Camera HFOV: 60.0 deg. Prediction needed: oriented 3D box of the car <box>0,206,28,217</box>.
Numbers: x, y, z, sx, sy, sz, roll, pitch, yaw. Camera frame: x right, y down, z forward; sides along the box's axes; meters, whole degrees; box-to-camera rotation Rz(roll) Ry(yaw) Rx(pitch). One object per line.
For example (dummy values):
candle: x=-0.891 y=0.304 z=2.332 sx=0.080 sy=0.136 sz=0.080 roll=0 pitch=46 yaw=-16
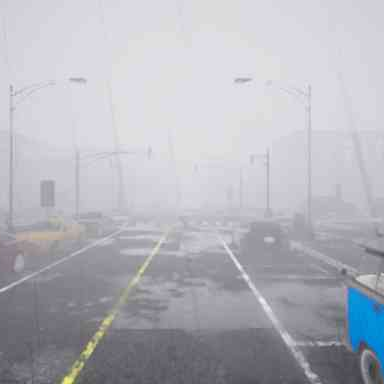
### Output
car: x=-18.099 y=2.001 z=31.124 sx=4.097 sy=1.590 sz=1.967 roll=-1 pitch=1 yaw=-1

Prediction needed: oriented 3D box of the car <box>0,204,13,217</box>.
car: x=-24.045 y=2.168 z=39.362 sx=4.829 sy=1.417 sz=1.752 roll=-1 pitch=1 yaw=-1

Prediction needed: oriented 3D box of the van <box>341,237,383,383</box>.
van: x=2.685 y=1.369 z=2.540 sx=1.690 sy=1.788 sz=3.998 roll=-1 pitch=-1 yaw=0

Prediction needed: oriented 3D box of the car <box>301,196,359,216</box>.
car: x=14.211 y=1.407 z=34.395 sx=5.566 sy=2.045 sz=2.150 roll=-1 pitch=0 yaw=-1

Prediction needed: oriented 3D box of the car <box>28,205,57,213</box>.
car: x=-18.222 y=2.141 z=39.471 sx=4.313 sy=1.339 sz=1.947 roll=-1 pitch=1 yaw=-1

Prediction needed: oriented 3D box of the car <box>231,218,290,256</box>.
car: x=2.680 y=1.710 z=13.625 sx=1.947 sy=1.339 sz=4.313 roll=-1 pitch=-1 yaw=0

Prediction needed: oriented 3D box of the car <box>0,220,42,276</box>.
car: x=-5.698 y=1.631 z=8.077 sx=1.887 sy=1.381 sz=4.507 roll=0 pitch=-1 yaw=0

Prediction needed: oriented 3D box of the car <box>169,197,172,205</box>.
car: x=-5.738 y=2.259 z=68.320 sx=1.887 sy=1.381 sz=4.507 roll=0 pitch=-1 yaw=0

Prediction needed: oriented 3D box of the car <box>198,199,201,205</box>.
car: x=2.636 y=2.380 z=79.417 sx=2.008 sy=1.369 sz=4.403 roll=-1 pitch=-1 yaw=0

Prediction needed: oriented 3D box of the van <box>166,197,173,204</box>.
van: x=-5.750 y=2.228 z=84.959 sx=1.690 sy=1.788 sz=3.998 roll=0 pitch=-1 yaw=0

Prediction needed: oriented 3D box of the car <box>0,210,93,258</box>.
car: x=-5.702 y=1.667 z=13.450 sx=1.752 sy=1.417 sz=4.829 roll=0 pitch=-1 yaw=0

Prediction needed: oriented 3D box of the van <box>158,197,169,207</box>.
van: x=-5.735 y=1.997 z=62.775 sx=1.690 sy=1.788 sz=3.998 roll=0 pitch=-1 yaw=0

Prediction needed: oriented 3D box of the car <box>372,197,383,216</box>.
car: x=19.916 y=1.430 z=31.800 sx=5.009 sy=1.841 sz=2.192 roll=-1 pitch=1 yaw=-1

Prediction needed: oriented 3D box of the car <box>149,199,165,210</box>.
car: x=-5.726 y=2.123 z=51.681 sx=1.802 sy=1.307 sz=4.206 roll=0 pitch=-1 yaw=0

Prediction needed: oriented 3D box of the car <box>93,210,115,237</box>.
car: x=-5.705 y=1.746 z=19.164 sx=1.887 sy=1.381 sz=4.507 roll=0 pitch=-1 yaw=0

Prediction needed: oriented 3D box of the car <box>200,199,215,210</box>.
car: x=2.654 y=2.068 z=51.857 sx=1.752 sy=1.417 sz=4.829 roll=-1 pitch=-1 yaw=0
